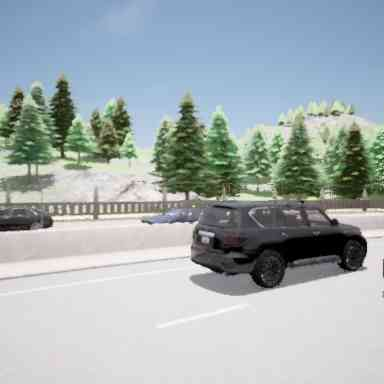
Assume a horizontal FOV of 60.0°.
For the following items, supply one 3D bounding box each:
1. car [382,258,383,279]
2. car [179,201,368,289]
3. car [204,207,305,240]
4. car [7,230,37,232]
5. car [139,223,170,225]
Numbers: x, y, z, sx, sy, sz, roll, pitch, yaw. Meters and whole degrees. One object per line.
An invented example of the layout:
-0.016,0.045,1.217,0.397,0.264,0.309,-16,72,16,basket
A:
6.543,1.532,7.730,5.008,1.535,1.882,0,0,-30,car
2.610,1.272,9.501,5.566,2.045,2.150,0,0,-32,car
3.509,1.640,18.333,5.357,1.411,2.033,0,0,-28,car
-10.111,1.555,18.041,4.892,1.490,1.837,0,0,-34,car
-0.422,1.636,20.143,5.357,1.411,2.033,0,0,-30,car
